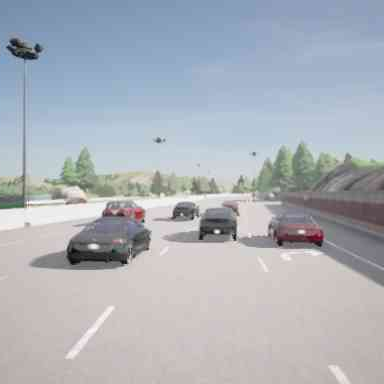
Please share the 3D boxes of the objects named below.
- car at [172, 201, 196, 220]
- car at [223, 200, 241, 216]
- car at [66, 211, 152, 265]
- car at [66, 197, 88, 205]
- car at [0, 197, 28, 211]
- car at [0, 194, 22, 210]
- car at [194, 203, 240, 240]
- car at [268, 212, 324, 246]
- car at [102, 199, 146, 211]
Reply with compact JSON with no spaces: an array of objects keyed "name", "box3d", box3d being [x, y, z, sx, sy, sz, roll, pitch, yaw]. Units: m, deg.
[{"name":"car","box3d":[-0.481,1.566,29.016,1.837,1.490,4.892,0,0,8]},{"name":"car","box3d":[4.005,1.619,35.547,1.812,1.442,4.674,0,0,8]},{"name":"car","box3d":[-2.712,1.579,11.780,1.994,1.385,4.181,0,0,5]},{"name":"car","box3d":[-18.288,1.483,53.087,1.812,1.442,4.674,0,0,8]},{"name":"car","box3d":[-23.436,1.474,42.611,1.882,1.535,5.008,0,0,9]},{"name":"car","box3d":[-15.322,1.215,25.683,2.150,2.045,5.566,0,0,8]},{"name":"car","box3d":[1.440,1.549,17.477,1.837,1.490,4.892,0,0,7]},{"name":"car","box3d":[4.750,1.618,15.695,1.994,1.385,4.181,0,0,7]},{"name":"car","box3d":[-4.757,1.384,23.794,2.097,1.767,4.553,0,0,8]}]
